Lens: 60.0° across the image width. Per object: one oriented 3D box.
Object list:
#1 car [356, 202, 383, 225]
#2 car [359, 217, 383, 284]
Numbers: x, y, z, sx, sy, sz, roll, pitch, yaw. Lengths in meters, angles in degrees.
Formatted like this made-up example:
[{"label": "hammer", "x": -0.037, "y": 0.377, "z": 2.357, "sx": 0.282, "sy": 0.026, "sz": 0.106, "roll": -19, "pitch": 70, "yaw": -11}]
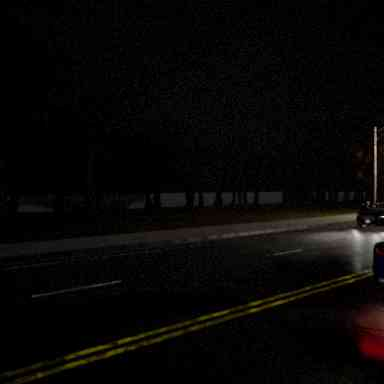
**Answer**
[{"label": "car", "x": 11.819, "y": 1.366, "z": 20.033, "sx": 4.902, "sy": 1.511, "sz": 2.128, "roll": 0, "pitch": 0, "yaw": -36}, {"label": "car", "x": 6.291, "y": 1.415, "z": 7.942, "sx": 5.008, "sy": 1.535, "sz": 1.882, "roll": 0, "pitch": 0, "yaw": -36}]
